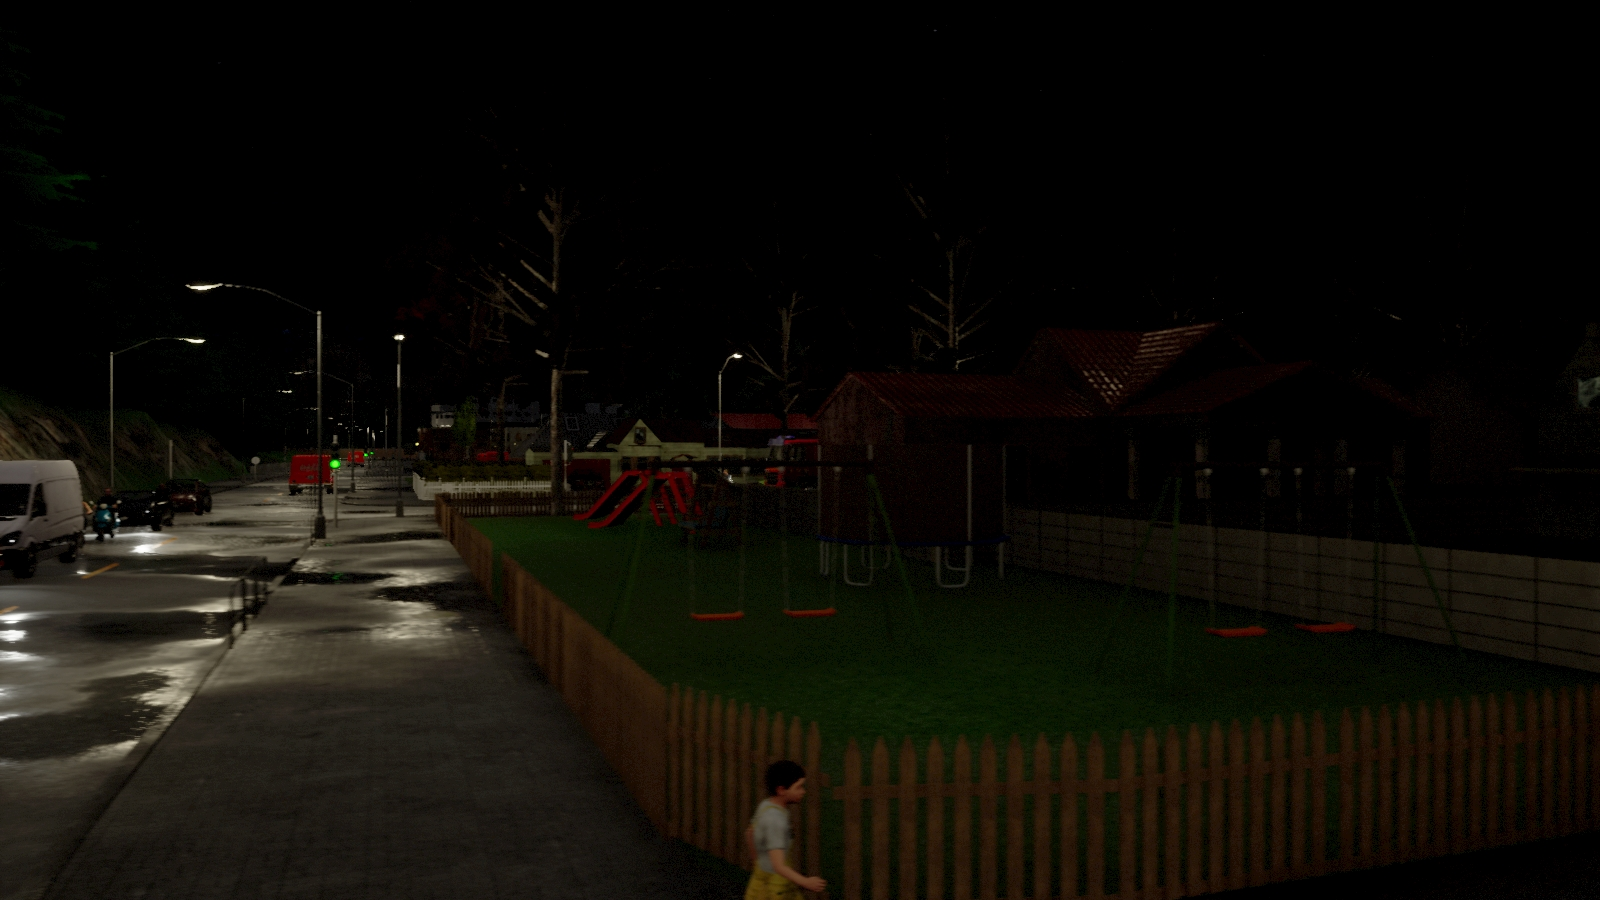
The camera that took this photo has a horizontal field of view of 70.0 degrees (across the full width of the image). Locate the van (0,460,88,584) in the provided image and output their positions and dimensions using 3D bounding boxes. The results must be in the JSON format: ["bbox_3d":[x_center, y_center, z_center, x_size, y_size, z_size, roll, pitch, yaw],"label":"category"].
[{"bbox_3d":[-18.462,1.535,26.623,1.988,2.561,5.915,0,0,-20],"label":"van"}]

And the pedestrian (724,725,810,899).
[{"bbox_3d":[-0.153,2.025,5.503,0.375,1.300,0.375,0,0,5],"label":"pedestrian"}]

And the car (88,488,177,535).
[{"bbox_3d":[-23.461,2.119,40.316,1.994,1.385,4.181,0,0,-20],"label":"car"}]

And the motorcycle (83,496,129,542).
[{"bbox_3d":[-21.609,2.142,35.609,0.856,1.316,1.805,0,0,-19],"label":"motorcycle"}]

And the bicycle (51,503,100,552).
[{"bbox_3d":[-20.348,2.158,32.119,0.859,1.276,1.487,0,0,-19],"label":"bicycle"}]

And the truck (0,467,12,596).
[{"bbox_3d":[-15.970,1.569,19.758,2.627,2.467,5.204,0,0,-20],"label":"truck"}]
